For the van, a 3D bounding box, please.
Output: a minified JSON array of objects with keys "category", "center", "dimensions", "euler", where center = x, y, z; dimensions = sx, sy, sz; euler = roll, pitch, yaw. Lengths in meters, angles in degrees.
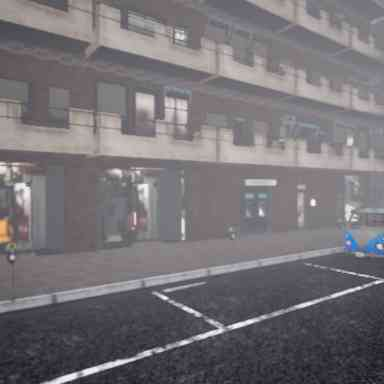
[{"category":"van","center":[6.864,1.413,11.429],"dimensions":[3.998,1.788,1.690],"euler":[0,-1,-35]}]
